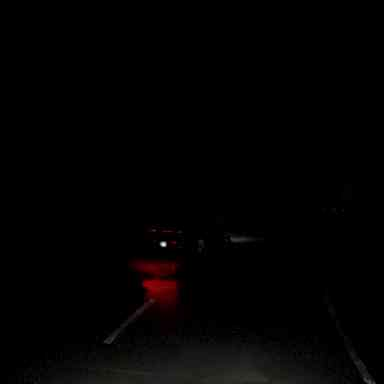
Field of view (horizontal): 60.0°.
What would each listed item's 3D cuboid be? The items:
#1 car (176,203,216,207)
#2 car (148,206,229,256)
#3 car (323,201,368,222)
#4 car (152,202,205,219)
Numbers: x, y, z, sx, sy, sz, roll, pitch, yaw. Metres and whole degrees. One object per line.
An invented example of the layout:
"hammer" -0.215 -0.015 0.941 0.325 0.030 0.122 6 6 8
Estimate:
"car" 0.613 1.580 26.769 2.033 1.411 5.357 1 0 43
"car" 0.048 1.519 13.447 1.837 1.490 4.892 0 0 25
"car" 13.238 1.519 28.586 4.553 1.767 2.097 1 0 -40
"car" -1.114 1.619 29.978 1.895 1.301 4.718 1 0 44
